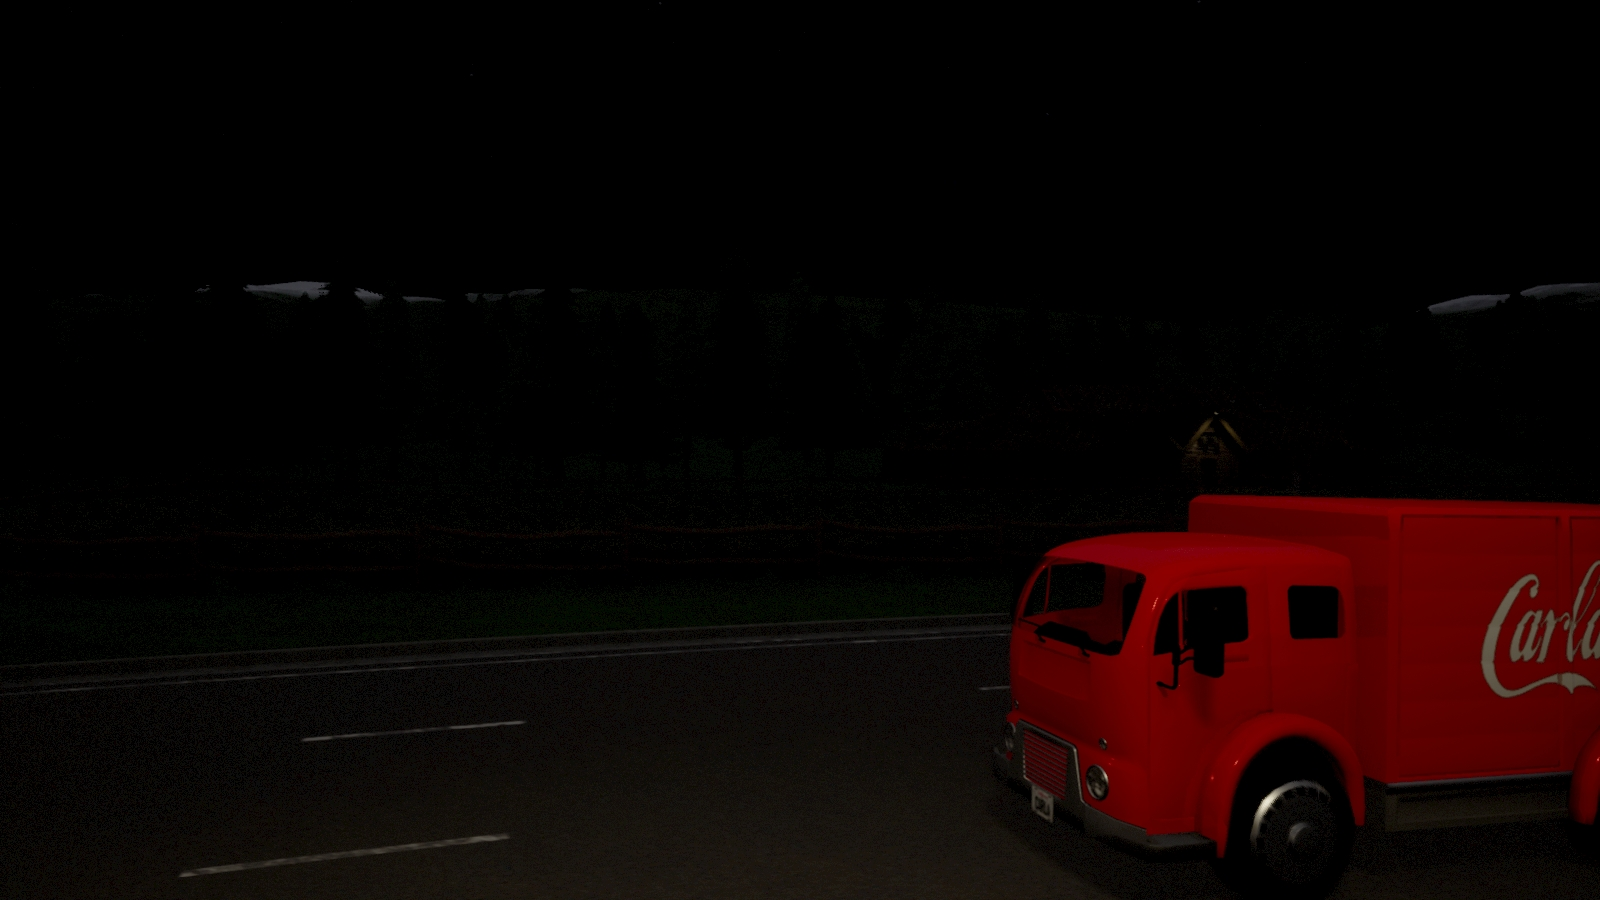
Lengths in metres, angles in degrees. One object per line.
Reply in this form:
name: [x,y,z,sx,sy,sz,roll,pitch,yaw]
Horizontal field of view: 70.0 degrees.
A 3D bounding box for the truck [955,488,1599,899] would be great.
truck: [4.093,1.583,8.331,5.204,2.467,2.627,1,0,-17]
